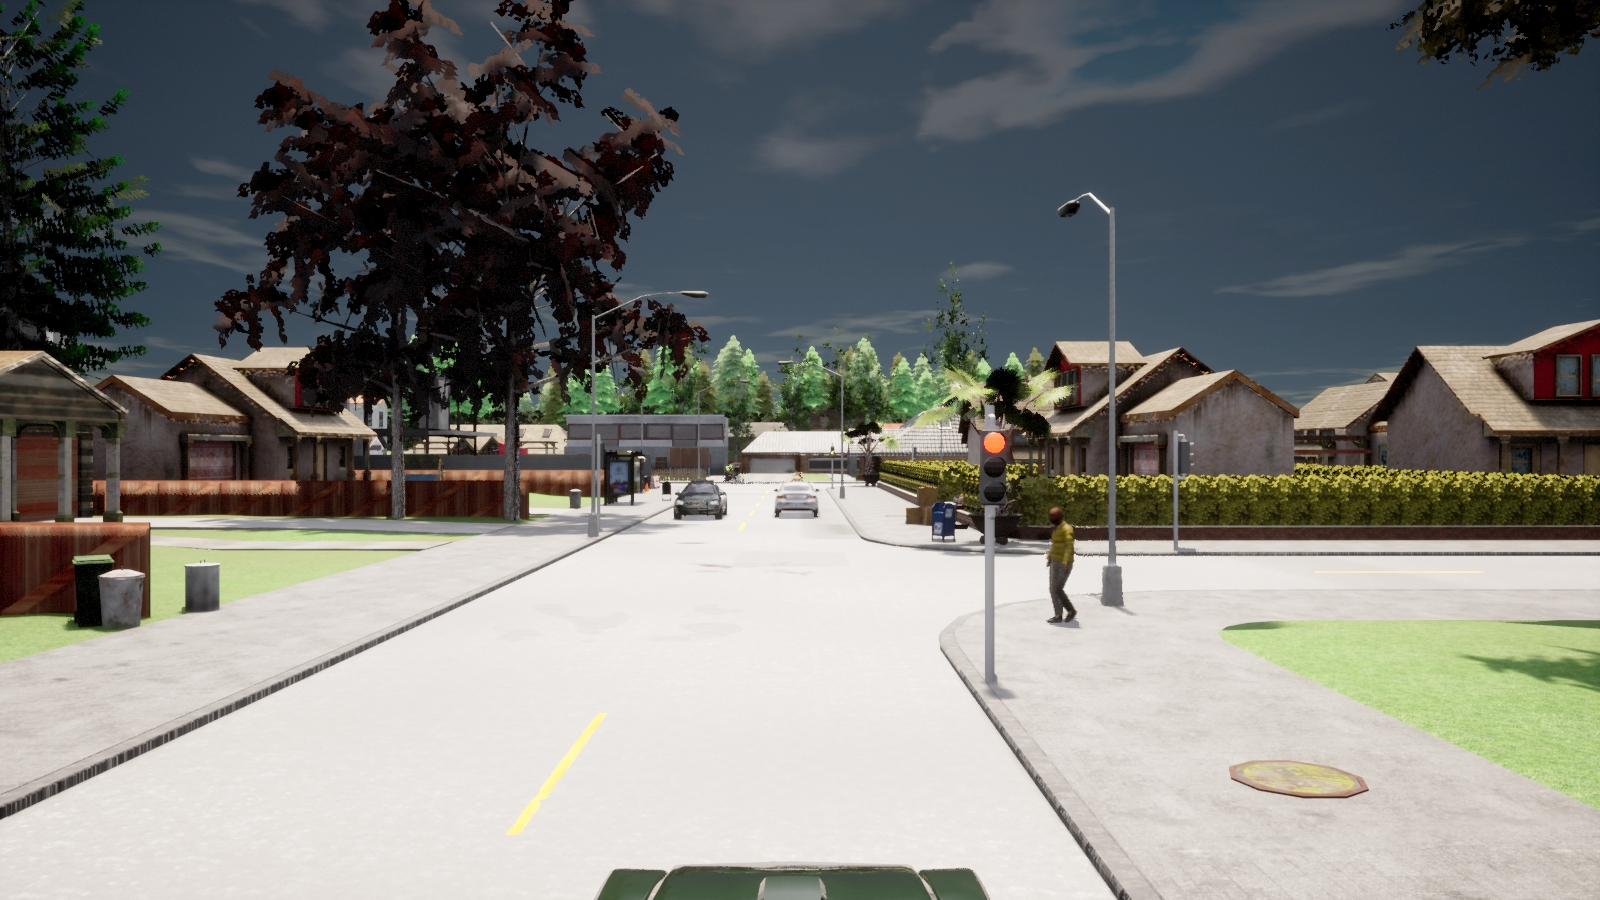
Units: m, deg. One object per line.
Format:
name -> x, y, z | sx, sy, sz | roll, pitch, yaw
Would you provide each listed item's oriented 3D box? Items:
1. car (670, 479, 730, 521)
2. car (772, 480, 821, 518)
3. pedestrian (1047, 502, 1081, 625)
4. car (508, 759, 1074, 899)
car -> -4.107, 2.038, 47.608 | 2.038, 1.542, 4.974 | 0, 0, 0
car -> -0.142, 2.082, 49.305 | 2.002, 1.442, 4.674 | 0, 0, 0
pedestrian -> 4.092, 1.743, 17.711 | 0.375, 1.860, 0.375 | 0, 0, -21
car -> -0.028, 2.155, 3.193 | 1.895, 1.301, 4.718 | 0, 0, 0
